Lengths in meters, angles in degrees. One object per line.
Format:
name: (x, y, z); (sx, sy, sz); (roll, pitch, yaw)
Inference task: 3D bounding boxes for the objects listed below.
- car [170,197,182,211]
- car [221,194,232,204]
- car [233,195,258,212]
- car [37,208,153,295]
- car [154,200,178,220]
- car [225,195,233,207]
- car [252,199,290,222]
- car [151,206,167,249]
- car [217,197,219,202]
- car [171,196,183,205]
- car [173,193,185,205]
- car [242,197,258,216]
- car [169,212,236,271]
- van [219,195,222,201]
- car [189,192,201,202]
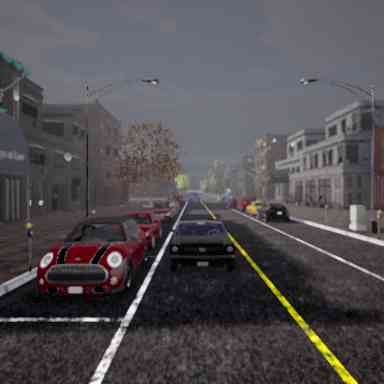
car: (-2.263, 1.460, 30.792); (2.008, 1.369, 4.403); (-1, 0, 0)
car: (6.171, 1.370, 53.138); (1.752, 1.417, 4.829); (-1, 0, 0)
car: (6.129, 1.209, 36.323); (2.192, 1.841, 5.009); (-1, 0, 0)
car: (-2.317, 1.414, 8.599); (1.967, 1.590, 4.097); (-1, 0, 0)
car: (-2.275, 1.507, 25.244); (1.802, 1.307, 4.206); (-1, 0, 0)
car: (6.158, 1.443, 47.420); (1.802, 1.307, 4.206); (-1, 0, 0)
car: (6.105, 1.493, 25.227); (1.947, 1.339, 4.313); (-1, 0, 0)
car: (-2.302, 1.503, 14.148); (1.887, 1.381, 4.507); (-1, 0, 0)
car: (6.211, 1.320, 69.783); (1.752, 1.417, 4.829); (-1, 0, 0)
car: (-2.249, 1.475, 36.341); (1.802, 1.307, 4.206); (-1, 0, 0)
car: (-2.212, 1.159, 52.985); (2.192, 1.841, 5.009); (-1, 0, 0)
car: (6.119, 1.435, 30.944); (1.752, 1.417, 4.829); (-1, 0, 0)
car: (0.284, 1.568, 10.885); (1.895, 1.301, 4.718); (0, 0, 0)
van: (6.182, 1.169, 58.516); (1.690, 1.788, 3.998); (-1, 0, 0)
car: (0.517, 1.022, 67.659); (2.150, 2.045, 5.566); (0, 0, 0)
